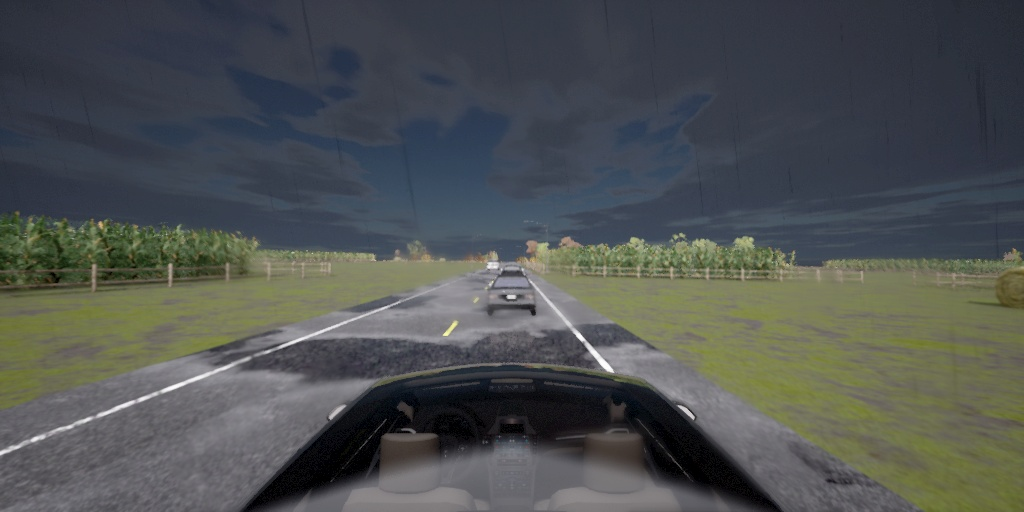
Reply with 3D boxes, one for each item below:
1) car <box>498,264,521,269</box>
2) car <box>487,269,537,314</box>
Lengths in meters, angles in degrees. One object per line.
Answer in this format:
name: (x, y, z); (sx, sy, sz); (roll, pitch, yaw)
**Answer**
car: (0.018, 1.541, 31.101); (1.882, 1.535, 5.008); (0, 0, 0)
car: (0.005, 1.433, 14.388); (2.033, 1.411, 5.357); (0, -1, 0)
